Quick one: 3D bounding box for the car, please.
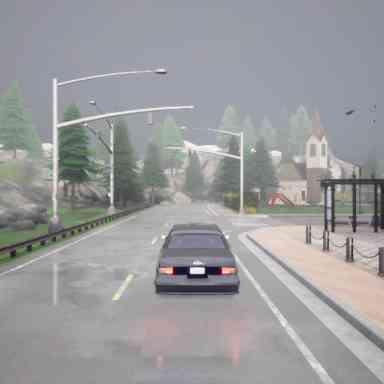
[{"bbox_3d":[0.098,1.547,8.849,2.033,1.411,5.357,0,0,0],"label":"car"}]
